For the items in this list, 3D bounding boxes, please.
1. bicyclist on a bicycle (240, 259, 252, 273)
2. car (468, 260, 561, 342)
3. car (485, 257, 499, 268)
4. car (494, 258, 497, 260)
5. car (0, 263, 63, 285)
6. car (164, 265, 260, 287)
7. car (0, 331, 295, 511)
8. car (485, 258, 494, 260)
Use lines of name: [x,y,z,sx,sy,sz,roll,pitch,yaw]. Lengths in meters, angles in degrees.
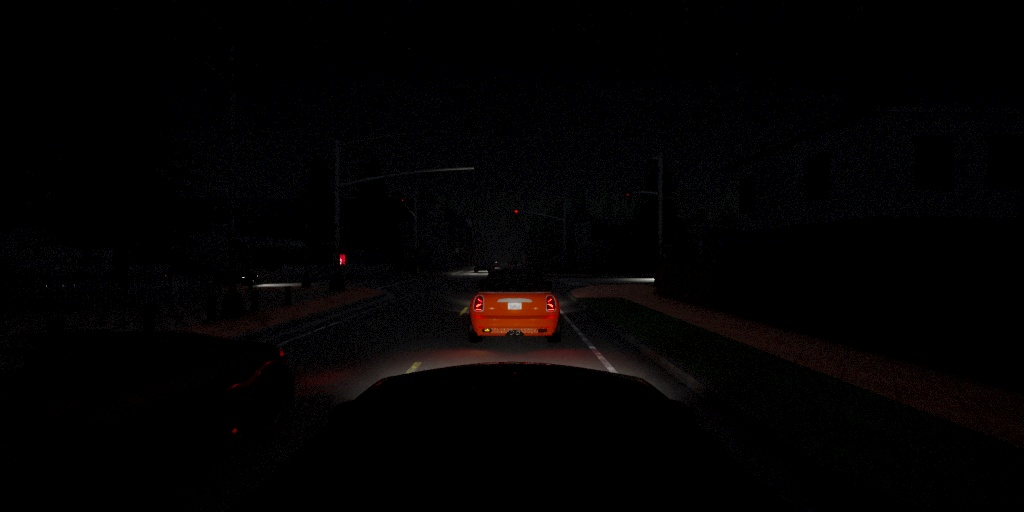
bicyclist on a bicycle: [-23.557,1.066,31.740,0.582,1.620,1.656,0,0,-2]
car: [0.072,1.102,9.881,2.097,1.767,4.553,0,0,0]
car: [-3.558,1.102,63.981,2.097,1.767,4.553,0,0,0]
car: [-3.590,1.241,54.184,2.128,1.511,4.902,0,0,0]
car: [-33.569,1.328,23.983,4.181,1.385,1.994,0,0,-1]
car: [-20.342,1.313,24.351,5.357,1.411,2.033,0,0,-2]
car: [-3.588,1.314,2.570,1.994,1.385,4.181,0,0,0]
car: [-3.597,1.228,44.722,1.882,1.535,5.008,0,0,0]
